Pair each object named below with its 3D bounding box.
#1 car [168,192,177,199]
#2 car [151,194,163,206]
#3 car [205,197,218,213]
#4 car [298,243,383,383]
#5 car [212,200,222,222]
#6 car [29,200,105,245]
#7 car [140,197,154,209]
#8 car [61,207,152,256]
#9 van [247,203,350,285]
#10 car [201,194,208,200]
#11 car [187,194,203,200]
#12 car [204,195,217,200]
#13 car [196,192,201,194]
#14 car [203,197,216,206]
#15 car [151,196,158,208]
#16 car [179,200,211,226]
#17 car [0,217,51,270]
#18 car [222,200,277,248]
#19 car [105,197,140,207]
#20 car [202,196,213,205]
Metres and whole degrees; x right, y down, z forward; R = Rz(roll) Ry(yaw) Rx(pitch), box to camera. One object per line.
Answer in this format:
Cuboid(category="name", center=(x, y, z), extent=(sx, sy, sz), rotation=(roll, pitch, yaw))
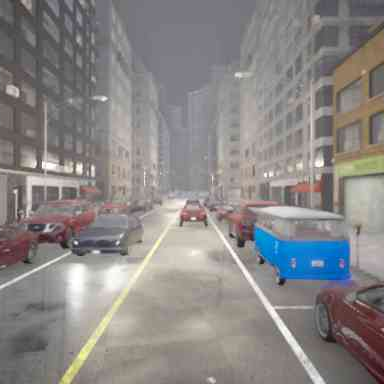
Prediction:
Cuboid(category="car", center=(-5.732, 1.279, 91.261), extent=(1.887, 1.381, 4.507), rotation=(0, 0, 0))
Cuboid(category="car", center=(-5.744, 1.250, 53.603), extent=(2.192, 1.841, 5.009), rotation=(0, 0, 0))
Cuboid(category="car", center=(2.775, 1.543, 36.937), extent=(1.947, 1.339, 4.313), rotation=(0, 0, 0))
Cuboid(category="car", center=(2.765, 1.581, 3.624), extent=(1.802, 1.307, 4.206), rotation=(0, 0, 0))
Cuboid(category="car", center=(2.771, 1.569, 25.831), extent=(1.802, 1.307, 4.206), rotation=(0, 0, 0))
Cuboid(category="car", center=(-5.756, 1.309, 14.734), extent=(2.192, 1.841, 5.009), rotation=(0, 0, 0))
Cuboid(category="car", center=(-5.751, 1.522, 36.947), extent=(1.887, 1.381, 4.507), rotation=(0, 0, 0))
Cuboid(category="car", center=(-3.065, 1.542, 13.311), extent=(2.033, 1.411, 5.357), rotation=(0, 0, 0))
Cuboid(category="van", center=(2.767, 1.337, 9.176), extent=(1.690, 1.788, 3.998), rotation=(0, 0, 0))
Cuboid(category="car", center=(2.780, 1.267, 48.042), extent=(2.192, 1.841, 5.009), rotation=(0, 0, 0))
Cuboid(category="car", center=(0.112, 1.437, 45.172), extent=(1.882, 1.535, 5.008), rotation=(0, 0, 0))
Cuboid(category="car", center=(2.778, 1.490, 42.658), extent=(1.752, 1.417, 4.829), rotation=(0, 0, 0))
Cuboid(category="car", center=(2.793, 1.285, 91.251), extent=(2.008, 1.369, 4.403), rotation=(0, 0, 0))
Cuboid(category="car", center=(2.781, 1.517, 53.593), extent=(1.802, 1.307, 4.206), rotation=(0, 0, 0))
Cuboid(category="car", center=(-5.748, 1.547, 42.498), extent=(1.802, 1.307, 4.206), rotation=(0, 0, 0))
Cuboid(category="car", center=(0.104, 1.515, 23.254), extent=(1.812, 1.442, 4.674), rotation=(0, 0, 0))
Cuboid(category="car", center=(-5.759, 1.579, 9.183), extent=(1.802, 1.307, 4.206), rotation=(0, 0, 0))
Cuboid(category="car", center=(2.769, 1.308, 14.727), extent=(2.192, 1.841, 5.009), rotation=(0, 0, 0))
Cuboid(category="car", center=(-5.754, 1.303, 25.839), extent=(2.192, 1.841, 5.009), rotation=(0, 0, 0))
Cuboid(category="car", center=(2.783, 1.438, 59.317), extent=(1.752, 1.417, 4.829), rotation=(0, 0, 0))
